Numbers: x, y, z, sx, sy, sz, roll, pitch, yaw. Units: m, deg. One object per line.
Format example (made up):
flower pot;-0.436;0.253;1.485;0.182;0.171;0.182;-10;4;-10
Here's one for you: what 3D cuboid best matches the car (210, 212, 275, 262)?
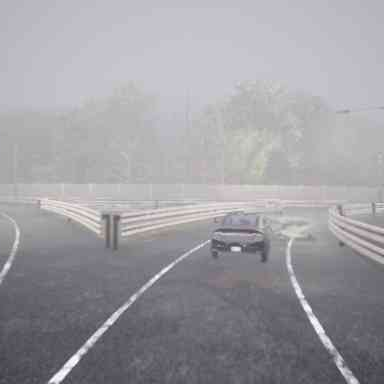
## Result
car;1.965;1.500;12.309;2.128;1.511;4.902;0;0;15
